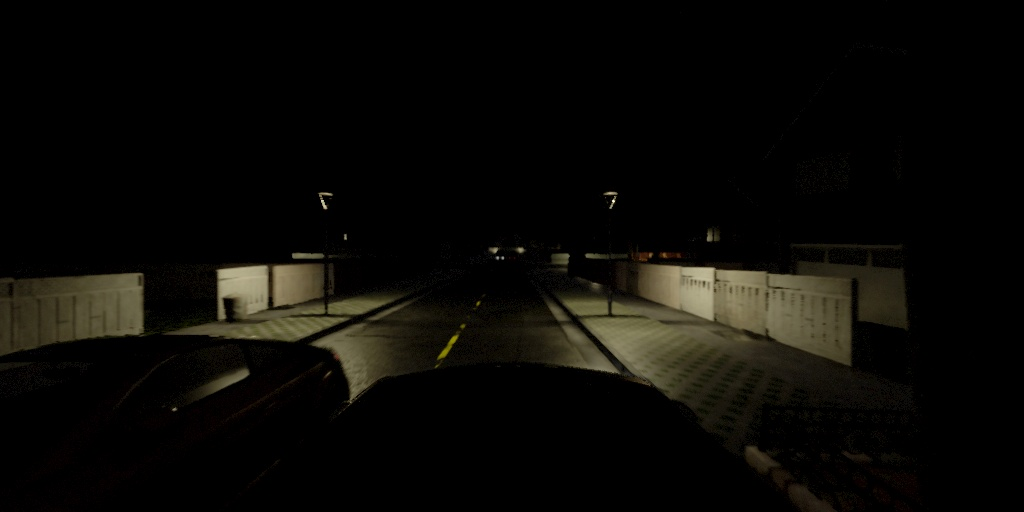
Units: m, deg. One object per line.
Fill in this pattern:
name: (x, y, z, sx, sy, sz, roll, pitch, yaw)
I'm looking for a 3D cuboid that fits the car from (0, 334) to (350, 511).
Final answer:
car: (-2.847, 1.311, 2.404, 1.994, 1.385, 4.181, 0, 0, 0)
